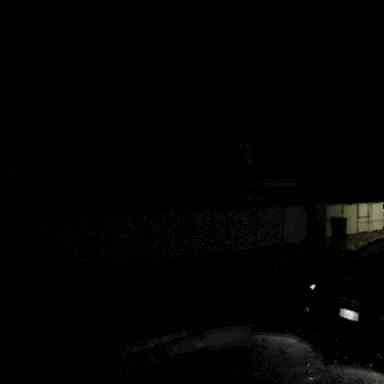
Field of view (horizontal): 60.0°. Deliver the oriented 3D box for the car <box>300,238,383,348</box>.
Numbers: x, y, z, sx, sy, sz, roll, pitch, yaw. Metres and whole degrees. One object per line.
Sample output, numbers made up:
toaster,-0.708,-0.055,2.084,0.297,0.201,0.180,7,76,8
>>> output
car,3.833,1.561,5.919,4.181,1.385,1.994,0,0,-37
